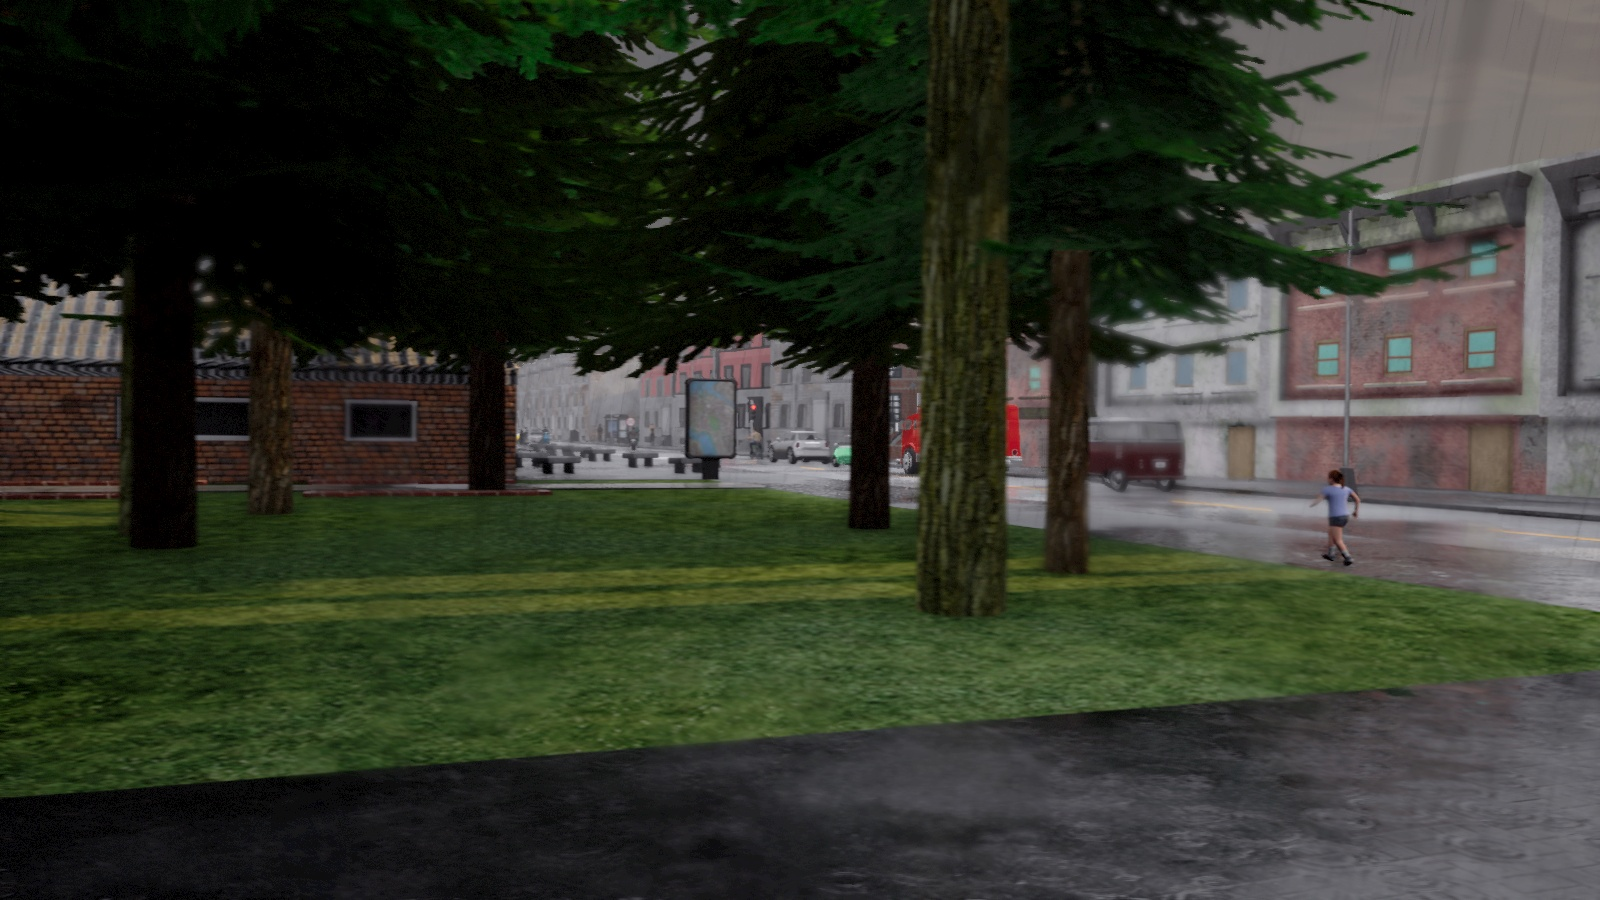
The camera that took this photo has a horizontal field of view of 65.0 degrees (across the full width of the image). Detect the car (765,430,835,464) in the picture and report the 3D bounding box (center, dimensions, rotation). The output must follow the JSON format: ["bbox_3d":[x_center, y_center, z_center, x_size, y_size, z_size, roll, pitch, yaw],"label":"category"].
[{"bbox_3d":[-0.044,-0.168,57.334,1.970,1.475,3.806,-1,1,-20],"label":"car"}]

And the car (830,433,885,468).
[{"bbox_3d":[2.308,-0.002,51.025,1.481,1.376,2.207,-1,1,-20],"label":"car"}]

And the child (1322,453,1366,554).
[{"bbox_3d":[6.103,0.592,14.097,0.255,1.110,0.394,-1,1,-19],"label":"child"}]

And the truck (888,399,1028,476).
[{"bbox_3d":[5.286,-0.445,42.979,2.627,2.467,5.204,-1,1,-20],"label":"truck"}]

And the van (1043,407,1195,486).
[{"bbox_3d":[8.567,-0.101,34.155,1.775,1.987,4.442,-1,1,-20],"label":"van"}]
